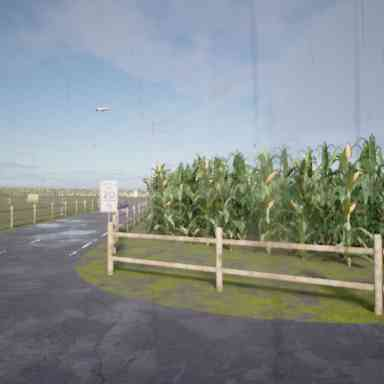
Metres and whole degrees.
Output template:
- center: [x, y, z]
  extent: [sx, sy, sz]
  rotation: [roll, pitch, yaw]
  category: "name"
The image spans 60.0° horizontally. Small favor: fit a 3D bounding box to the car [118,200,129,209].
- center: [-11.070, 1.864, 52.077]
  extent: [1.994, 1.385, 4.181]
  rotation: [1, 0, -4]
  category: "car"
